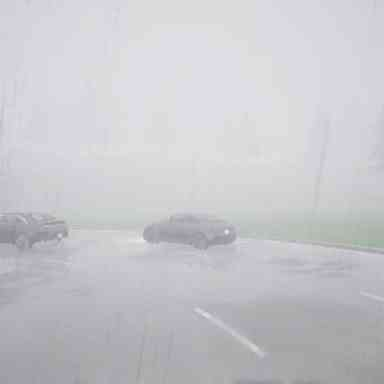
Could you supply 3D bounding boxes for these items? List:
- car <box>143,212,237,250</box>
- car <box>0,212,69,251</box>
[{"bbox_3d":[-0.186,1.549,14.266,4.181,1.385,1.994,-1,0,40],"label":"car"},{"bbox_3d":[-7.702,1.617,14.434,4.902,1.511,2.128,-1,0,19],"label":"car"}]
